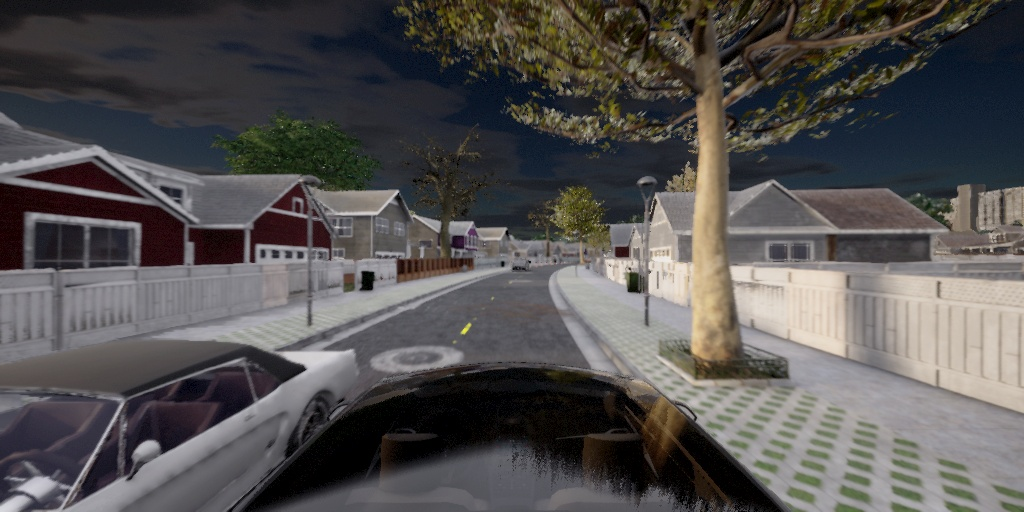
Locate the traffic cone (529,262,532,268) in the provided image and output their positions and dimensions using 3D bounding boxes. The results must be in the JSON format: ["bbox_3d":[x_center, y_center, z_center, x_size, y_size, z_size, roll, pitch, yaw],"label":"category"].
[{"bbox_3d":[3.103,1.645,59.293,0.340,0.580,0.340,0,0,14],"label":"traffic cone"}]

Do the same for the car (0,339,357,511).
[{"bbox_3d":[-2.812,1.344,2.106,1.895,1.301,4.718,0,0,0],"label":"car"}]

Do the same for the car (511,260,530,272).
[{"bbox_3d":[1.169,1.194,44.955,1.837,1.490,4.892,0,0,11],"label":"car"}]
